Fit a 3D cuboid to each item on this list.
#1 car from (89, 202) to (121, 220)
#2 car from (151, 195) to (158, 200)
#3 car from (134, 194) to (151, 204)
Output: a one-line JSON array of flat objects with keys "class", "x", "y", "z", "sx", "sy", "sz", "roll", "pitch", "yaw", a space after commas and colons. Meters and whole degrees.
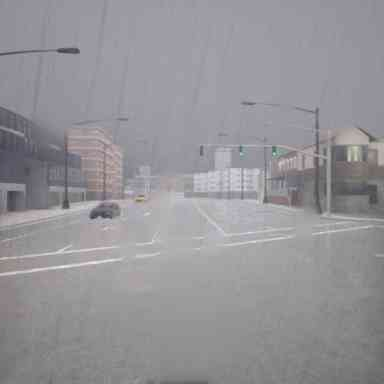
[{"class": "car", "x": -7.436, "y": 1.608, "z": 29.079, "sx": 2.033, "sy": 1.411, "sz": 5.357, "roll": 0, "pitch": 0, "yaw": -2}, {"class": "car", "x": -9.207, "y": 1.277, "z": 79.156, "sx": 1.895, "sy": 1.301, "sz": 4.718, "roll": 0, "pitch": -1, "yaw": -2}, {"class": "car", "x": -8.342, "y": 1.097, "z": 54.764, "sx": 1.882, "sy": 1.535, "sz": 5.008, "roll": 0, "pitch": 1, "yaw": -2}]
